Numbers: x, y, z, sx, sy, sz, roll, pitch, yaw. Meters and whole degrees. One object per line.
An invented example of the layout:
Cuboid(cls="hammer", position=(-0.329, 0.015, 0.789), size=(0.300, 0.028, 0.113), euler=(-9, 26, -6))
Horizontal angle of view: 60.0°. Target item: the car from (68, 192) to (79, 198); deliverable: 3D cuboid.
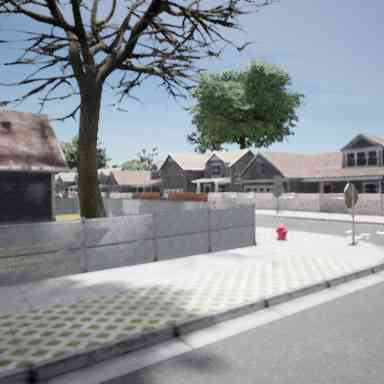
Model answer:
Cuboid(cls="car", position=(-16.389, 0.996, 48.486), size=(2.150, 2.045, 5.566), euler=(-1, 1, -36))
